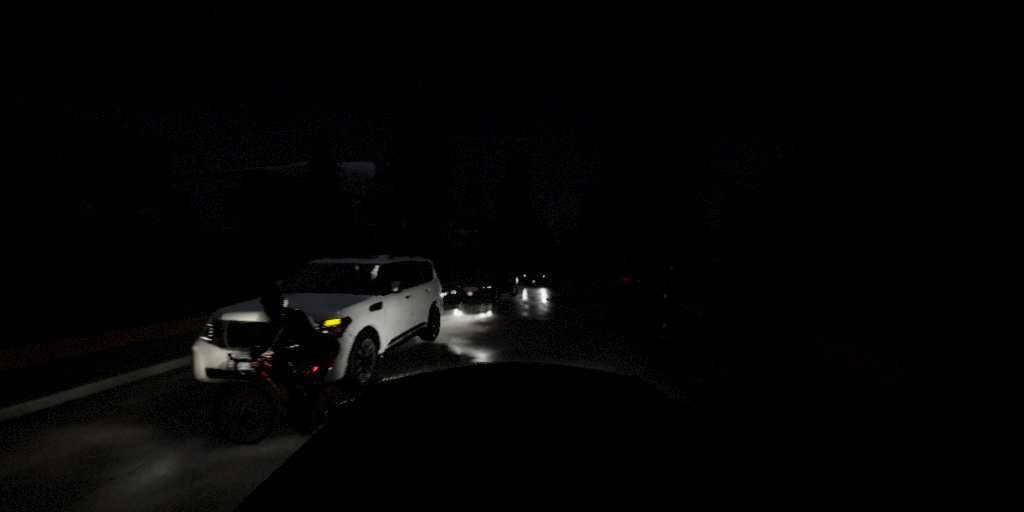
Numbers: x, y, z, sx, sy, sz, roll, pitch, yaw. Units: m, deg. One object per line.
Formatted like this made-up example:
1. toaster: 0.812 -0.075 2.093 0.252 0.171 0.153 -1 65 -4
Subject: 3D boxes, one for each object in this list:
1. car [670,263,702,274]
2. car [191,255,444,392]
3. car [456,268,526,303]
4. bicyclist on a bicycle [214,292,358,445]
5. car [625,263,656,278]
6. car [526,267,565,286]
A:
1. car: 22.572 1.600 46.561 5.357 1.411 2.033 0 0 -38
2. car: -3.041 0.996 7.205 2.150 2.045 5.566 0 0 6
3. car: -1.073 1.331 17.384 2.128 1.511 4.902 0 0 16
4. bicyclist on a bicycle: -2.361 1.210 3.791 1.656 1.620 0.582 -1 0 2
5. car: 13.568 1.462 37.737 1.882 1.535 5.008 0 0 39
6. car: 2.481 1.503 27.204 1.895 1.301 4.718 0 0 25
